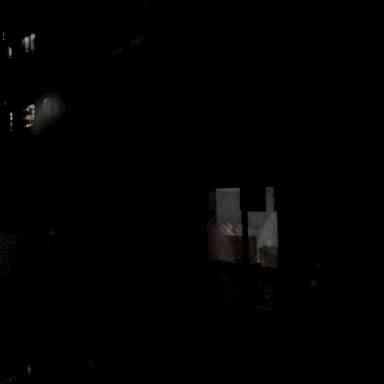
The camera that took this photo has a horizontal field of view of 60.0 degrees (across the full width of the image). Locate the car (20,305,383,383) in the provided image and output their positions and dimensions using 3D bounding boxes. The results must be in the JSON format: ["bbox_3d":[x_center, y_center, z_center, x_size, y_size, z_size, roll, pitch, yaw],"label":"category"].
[{"bbox_3d":[0.384,1.583,2.471,4.206,1.307,1.802,0,-2,36],"label":"car"}]
